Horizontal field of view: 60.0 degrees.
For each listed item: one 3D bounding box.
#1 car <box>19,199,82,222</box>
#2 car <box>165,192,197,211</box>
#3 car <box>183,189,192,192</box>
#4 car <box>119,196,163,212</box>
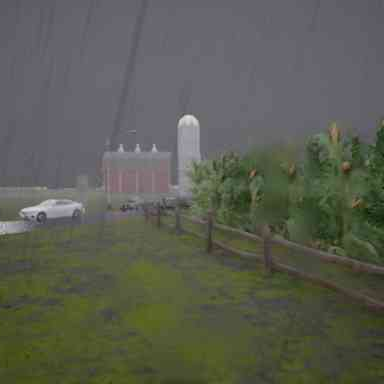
[{"bbox_3d":[-9.927,1.252,23.888,1.812,1.442,4.674,-1,1,31],"label":"car"},{"bbox_3d":[-1.355,1.047,32.643,2.033,1.411,5.357,-1,1,29],"label":"car"},{"bbox_3d":[-0.182,0.600,41.403,2.150,2.045,5.566,0,1,26],"label":"car"},{"bbox_3d":[-5.081,1.126,32.099,1.994,1.385,4.181,-1,1,29],"label":"car"}]
